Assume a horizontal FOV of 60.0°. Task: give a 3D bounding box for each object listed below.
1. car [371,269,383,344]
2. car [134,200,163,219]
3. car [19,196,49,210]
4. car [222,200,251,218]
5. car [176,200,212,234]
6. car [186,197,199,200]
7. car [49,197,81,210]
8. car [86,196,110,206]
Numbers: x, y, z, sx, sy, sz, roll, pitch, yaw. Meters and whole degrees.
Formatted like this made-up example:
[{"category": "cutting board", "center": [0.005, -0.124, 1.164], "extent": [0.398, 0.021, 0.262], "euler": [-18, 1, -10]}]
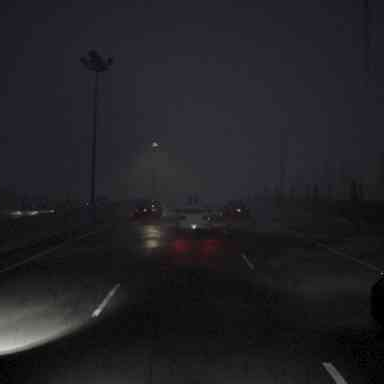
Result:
[{"category": "car", "center": [3.600, 1.219, 2.317], "extent": [2.150, 2.045, 5.566], "euler": [0, 0, 0]}, {"category": "car", "center": [-3.403, 1.357, 26.614], "extent": [2.033, 1.411, 5.357], "euler": [0, 0, 0]}, {"category": "car", "center": [-17.598, 1.202, 37.517], "extent": [1.882, 1.535, 5.008], "euler": [0, 1, 0]}, {"category": "car", "center": [3.597, 1.367, 27.539], "extent": [1.994, 1.385, 4.181], "euler": [0, 0, 0]}, {"category": "car", "center": [0.098, 1.401, 18.148], "extent": [1.812, 1.442, 4.674], "euler": [0, 0, 0]}, {"category": "car", "center": [0.095, 1.254, 39.934], "extent": [2.033, 1.411, 5.357], "euler": [0, 0, 0]}, {"category": "car", "center": [-14.097, 1.287, 37.711], "extent": [1.994, 1.385, 4.181], "euler": [0, 0, 0]}, {"category": "car", "center": [-10.598, 1.226, 37.878], "extent": [1.837, 1.490, 4.892], "euler": [0, 0, 0]}]
